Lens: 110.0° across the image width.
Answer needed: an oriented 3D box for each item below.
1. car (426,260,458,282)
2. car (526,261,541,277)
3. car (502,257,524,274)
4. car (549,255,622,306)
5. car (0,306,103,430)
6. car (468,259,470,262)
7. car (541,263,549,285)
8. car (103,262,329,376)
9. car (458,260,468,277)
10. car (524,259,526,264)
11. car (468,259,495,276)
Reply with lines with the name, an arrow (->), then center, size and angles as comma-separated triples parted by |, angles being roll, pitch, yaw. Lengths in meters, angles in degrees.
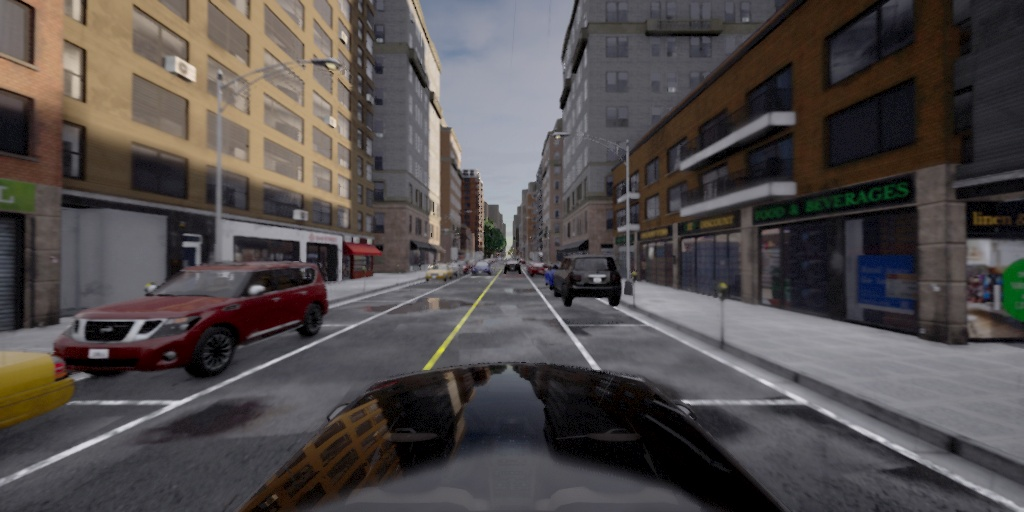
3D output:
car -> -5.865, 1.271, 29.393 | 1.751, 1.417, 4.829 | 0, 0, 0
car -> 2.661, 1.293, 35.067 | 1.888, 1.381, 4.507 | 0, 0, 0
car -> 0.065, 1.230, 41.538 | 1.882, 1.535, 5.008 | 0, -1, 0
car -> 3.102, 0.966, 15.718 | 2.150, 2.045, 5.566 | 0, 0, 0
car -> -5.856, 1.275, 1.929 | 1.751, 1.417, 4.829 | 0, 0, 0
car -> -5.869, 1.191, 40.548 | 1.967, 1.591, 4.097 | 0, 0, 0
car -> 3.134, 1.223, 22.688 | 1.882, 1.535, 5.008 | 0, 0, 0
car -> -5.858, 1.062, 7.592 | 2.192, 1.841, 5.009 | 0, 0, 0
car -> -5.867, 1.298, 35.056 | 2.007, 1.370, 4.403 | 0, 0, 0
car -> 2.658, 1.296, 40.559 | 1.888, 1.381, 4.507 | 0, 0, 0
car -> -3.105, 1.275, 37.258 | 1.812, 1.442, 4.674 | 0, 0, 0
